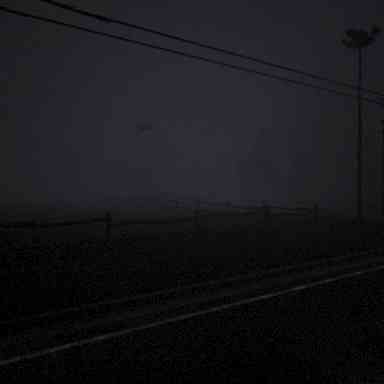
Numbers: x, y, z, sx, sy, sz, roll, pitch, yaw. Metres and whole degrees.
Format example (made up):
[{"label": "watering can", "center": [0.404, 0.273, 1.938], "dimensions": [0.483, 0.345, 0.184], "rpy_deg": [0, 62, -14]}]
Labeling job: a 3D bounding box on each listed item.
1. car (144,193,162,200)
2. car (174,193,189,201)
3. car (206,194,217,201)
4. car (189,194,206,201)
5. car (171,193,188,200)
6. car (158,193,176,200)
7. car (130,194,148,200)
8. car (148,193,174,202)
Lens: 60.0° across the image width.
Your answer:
[{"label": "car", "center": [-8.728, 1.007, 74.552], "dimensions": [2.128, 1.511, 4.902], "rpy_deg": [0, 0, -34]}, {"label": "car", "center": [-3.099, 1.119, 66.056], "dimensions": [1.812, 1.442, 4.674], "rpy_deg": [0, 0, -34]}, {"label": "car", "center": [2.929, 1.118, 69.631], "dimensions": [2.033, 1.411, 5.357], "rpy_deg": [0, 0, -34]}, {"label": "car", "center": [0.012, 1.134, 67.697], "dimensions": [2.033, 1.411, 5.357], "rpy_deg": [0, 0, -34]}, {"label": "car", "center": [-2.892, 0.986, 78.417], "dimensions": [1.812, 1.442, 4.674], "rpy_deg": [0, 0, -34]}, {"label": "car", "center": [-5.810, 0.970, 76.484], "dimensions": [1.837, 1.490, 4.892], "rpy_deg": [0, 0, -34]}, {"label": "car", "center": [-11.646, 1.033, 72.619], "dimensions": [2.033, 1.411, 5.357], "rpy_deg": [0, 0, -34]}, {"label": "car", "center": [-6.091, 0.953, 64.235], "dimensions": [2.097, 1.767, 4.553], "rpy_deg": [0, 0, -34]}]
